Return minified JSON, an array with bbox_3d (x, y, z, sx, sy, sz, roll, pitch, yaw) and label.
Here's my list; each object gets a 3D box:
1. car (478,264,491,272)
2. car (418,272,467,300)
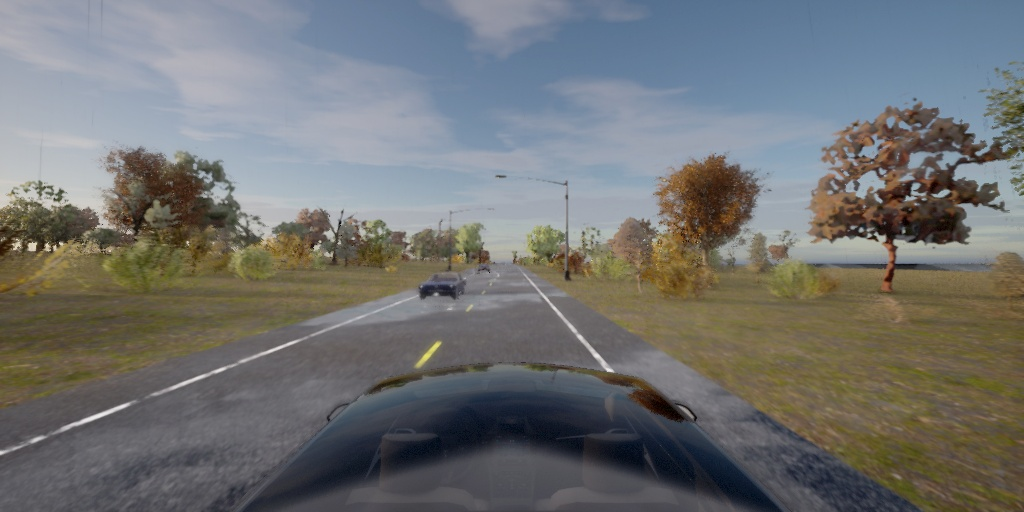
[{"bbox_3d":[-4.734,2.030,60.697,1.994,1.385,4.181,0,-1,-6],"label":"car"},{"bbox_3d":[-3.598,1.556,19.253,1.895,1.301,4.718,0,-1,0],"label":"car"}]
